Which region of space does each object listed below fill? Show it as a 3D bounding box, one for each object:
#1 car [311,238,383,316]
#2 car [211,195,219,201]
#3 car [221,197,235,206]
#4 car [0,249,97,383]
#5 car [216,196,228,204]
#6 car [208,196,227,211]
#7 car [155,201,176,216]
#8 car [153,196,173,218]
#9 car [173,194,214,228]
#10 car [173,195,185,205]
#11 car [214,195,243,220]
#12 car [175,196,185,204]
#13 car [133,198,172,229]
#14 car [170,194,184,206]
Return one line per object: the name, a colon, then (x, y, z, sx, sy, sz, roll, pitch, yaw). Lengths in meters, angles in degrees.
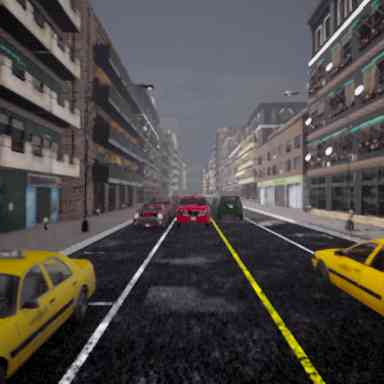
car: (3.848, 1.478, 6.075, 1.801, 1.575, 5.366, 0, 0, 0)
car: (6.087, 1.622, 89.204, 2.008, 1.369, 4.403, 0, 0, 0)
car: (5.934, 1.584, 55.557, 1.752, 1.417, 4.829, 0, 0, 0)
car: (-2.678, 1.516, 4.532, 1.752, 1.417, 4.829, 0, 0, 0)
car: (5.985, 1.608, 66.660, 1.887, 1.381, 4.507, 0, 0, 0)
car: (3.209, 1.391, 43.050, 2.097, 1.767, 4.553, 0, 0, 1)
car: (-2.550, 1.591, 32.884, 1.802, 1.307, 4.206, 0, 0, 0)
car: (-2.573, 1.320, 27.248, 2.192, 1.841, 5.009, 0, 0, 0)
car: (0.094, 1.236, 22.618, 2.150, 2.045, 5.566, 0, 0, 0)
car: (-2.421, 1.462, 61.065, 1.967, 1.590, 4.097, 0, 0, 0)
car: (3.153, 1.256, 29.155, 2.150, 2.045, 5.566, 0, 0, 1)
car: (-2.395, 1.569, 66.702, 1.887, 1.381, 4.507, 0, 0, 0)
car: (-2.600, 1.442, 21.612, 1.967, 1.590, 4.097, 0, 0, 0)
car: (-2.445, 1.335, 55.430, 2.192, 1.841, 5.009, 0, 0, 0)
